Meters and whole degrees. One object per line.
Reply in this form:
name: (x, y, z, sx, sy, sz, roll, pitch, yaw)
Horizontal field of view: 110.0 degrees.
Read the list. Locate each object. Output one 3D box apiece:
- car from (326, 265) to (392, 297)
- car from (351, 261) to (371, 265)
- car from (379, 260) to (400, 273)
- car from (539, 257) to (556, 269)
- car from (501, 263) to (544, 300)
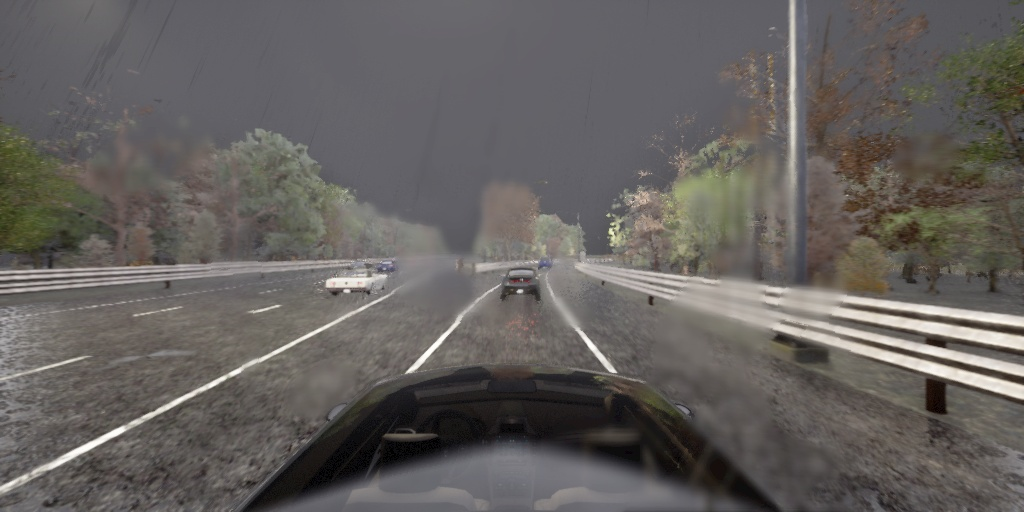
car: (-7.944, 1.324, 18.855, 1.895, 1.301, 4.718, 0, 0, -7)
car: (-17.947, 1.257, 42.681, 1.994, 1.385, 4.181, 0, 0, -7)
car: (-14.291, 1.225, 41.644, 1.812, 1.442, 4.674, 0, 0, -7)
car: (6.025, 1.220, 62.987, 2.150, 2.045, 5.566, 0, -1, 11)
car: (0.516, 1.306, 18.163, 1.837, 1.490, 4.892, 0, 0, 3)
